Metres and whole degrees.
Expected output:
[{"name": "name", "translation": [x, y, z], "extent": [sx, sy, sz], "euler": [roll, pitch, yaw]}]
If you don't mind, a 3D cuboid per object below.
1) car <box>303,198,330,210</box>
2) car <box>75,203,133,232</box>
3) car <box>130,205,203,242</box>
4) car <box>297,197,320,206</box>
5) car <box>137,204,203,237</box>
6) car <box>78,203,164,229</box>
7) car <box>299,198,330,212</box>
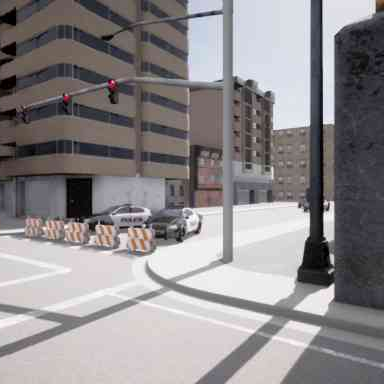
[{"name": "car", "translation": [14.395, 1.295, 38.345], "extent": [1.853, 1.218, 4.536], "euler": [0, 0, 36]}, {"name": "car", "translation": [-4.106, 1.452, 19.216], "extent": [4.974, 1.542, 2.038], "euler": [0, 0, -29]}, {"name": "car", "translation": [-0.914, 1.452, 16.530], "extent": [2.038, 1.542, 4.974], "euler": [0, 0, 16]}, {"name": "car", "translation": [16.606, 1.294, 47.262], "extent": [1.853, 1.218, 4.536], "euler": [0, 0, 36]}, {"name": "car", "translation": [-0.900, 1.295, 16.580], "extent": [1.853, 1.218, 4.536], "euler": [0, 0, 16]}, {"name": "car", "translation": [-4.060, 1.294, 19.242], "extent": [4.536, 1.218, 1.853], "euler": [0, 0, -29]}, {"name": "car", "translation": [14.365, 1.452, 38.303], "extent": [2.038, 1.542, 4.974], "euler": [0, 0, 36]}]
